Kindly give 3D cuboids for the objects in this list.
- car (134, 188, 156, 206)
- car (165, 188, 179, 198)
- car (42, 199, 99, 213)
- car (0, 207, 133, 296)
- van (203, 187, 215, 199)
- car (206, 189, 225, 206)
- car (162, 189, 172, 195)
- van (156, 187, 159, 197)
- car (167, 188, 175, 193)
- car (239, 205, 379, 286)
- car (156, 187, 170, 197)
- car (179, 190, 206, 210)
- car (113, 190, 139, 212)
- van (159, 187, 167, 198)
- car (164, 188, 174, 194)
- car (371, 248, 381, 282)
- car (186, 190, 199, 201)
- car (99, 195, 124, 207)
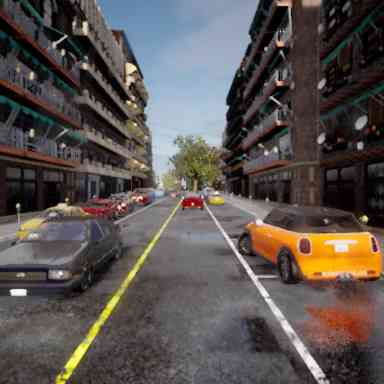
[{"bbox_3d":[-5.687,0.519,37.160,2.192,1.841,5.009,1,1,0],"label":"car"},{"bbox_3d":[-3.024,0.319,56.621,1.812,1.442,4.674,0,1,0],"label":"car"},{"bbox_3d":[-5.684,1.215,14.353,1.752,1.417,4.829,1,1,0],"label":"car"},{"bbox_3d":[-3.105,1.360,8.609,2.033,1.411,5.357,0,1,0],"label":"car"},{"bbox_3d":[2.675,0.187,54.105,1.690,1.788,3.998,1,1,0],"label":"van"},{"bbox_3d":[2.691,0.727,37.298,1.752,1.417,4.829,1,1,0],"label":"car"},{"bbox_3d":[-5.702,-0.062,76.788,1.947,1.339,4.313,1,1,0],"label":"car"},{"bbox_3d":[-5.688,0.426,42.820,1.690,1.788,3.998,1,1,0],"label":"van"},{"bbox_3d":[-5.799,-0.427,93.765,2.008,1.369,4.403,1,1,0],"label":"car"},{"bbox_3d":[2.898,1.153,9.121,2.097,1.767,4.553,0,1,-7],"label":"car"},{"bbox_3d":[-5.695,-0.077,65.461,2.192,1.841,5.009,1,1,0],"label":"car"},{"bbox_3d":[0.076,0.819,30.684,1.882,1.535,5.008,0,1,0],"label":"car"},{"bbox_3d":[-5.685,0.885,25.842,1.967,1.590,4.097,1,1,0],"label":"car"},{"bbox_3d":[-5.694,0.068,59.802,1.690,1.788,3.998,1,1,0],"label":"van"},{"bbox_3d":[-5.703,-0.194,82.449,2.008,1.369,4.403,1,1,0],"label":"car"},{"bbox_3d":[3.147,1.484,1.759,1.812,1.442,4.674,0,1,0],"label":"car"},{"bbox_3d":[0.061,0.496,48.203,1.812,1.442,4.674,0,1,0],"label":"car"},{"bbox_3d":[-5.685,1.110,20.183,1.887,1.381,4.507,1,1,0],"label":"car"}]
